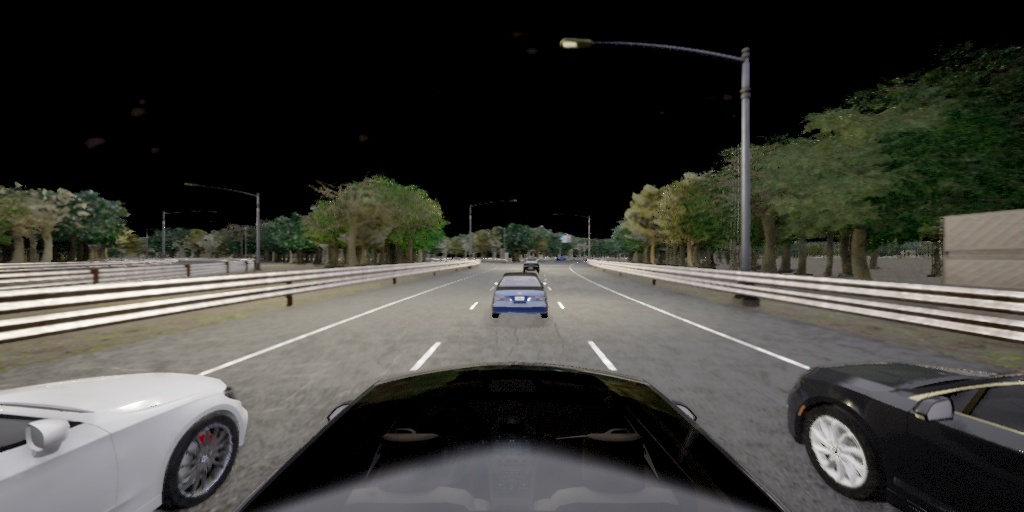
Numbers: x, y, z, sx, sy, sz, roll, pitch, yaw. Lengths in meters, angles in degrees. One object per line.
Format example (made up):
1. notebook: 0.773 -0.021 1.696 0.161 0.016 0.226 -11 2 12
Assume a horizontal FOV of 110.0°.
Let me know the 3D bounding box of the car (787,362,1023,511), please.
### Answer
1. car: 3.630 1.258 1.544 1.837 1.490 4.892 0 0 0

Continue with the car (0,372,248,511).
1. car: -3.369 1.273 1.366 1.812 1.442 4.674 0 0 0

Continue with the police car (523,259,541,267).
1. police car: 2.464 1.169 44.018 1.930 1.638 5.238 0 0 6

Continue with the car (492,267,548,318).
1. car: 0.304 1.297 13.057 2.033 1.411 5.357 0 0 2
